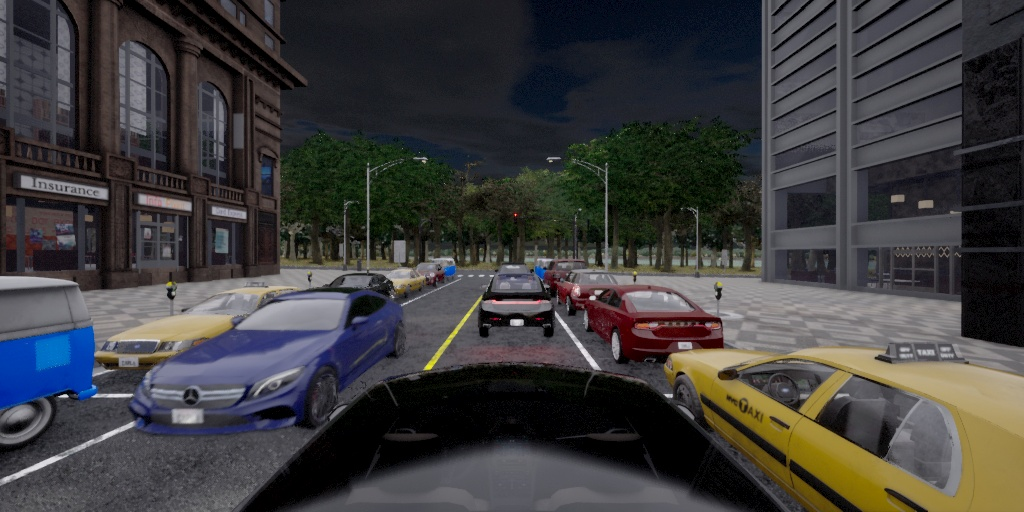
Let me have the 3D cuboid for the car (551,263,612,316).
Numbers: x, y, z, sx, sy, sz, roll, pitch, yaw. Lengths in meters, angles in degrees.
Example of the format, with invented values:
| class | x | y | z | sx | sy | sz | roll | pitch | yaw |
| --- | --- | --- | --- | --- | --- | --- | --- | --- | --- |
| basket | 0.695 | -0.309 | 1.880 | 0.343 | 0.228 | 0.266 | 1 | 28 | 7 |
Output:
| class | x | y | z | sx | sy | sz | roll | pitch | yaw |
| --- | --- | --- | --- | --- | --- | --- | --- | --- | --- |
| car | 2.776 | 1.190 | 13.393 | 1.967 | 1.591 | 4.097 | 0 | 0 | 0 |

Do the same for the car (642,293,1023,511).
| class | x | y | z | sx | sy | sz | roll | pitch | yaw |
| --- | --- | --- | --- | --- | --- | --- | --- | --- | --- |
| car | 2.763 | 1.275 | 2.688 | 1.751 | 1.417 | 4.829 | 0 | 0 | 0 |

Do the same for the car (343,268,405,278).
| class | x | y | z | sx | sy | sz | roll | pitch | yaw |
| --- | --- | --- | --- | --- | --- | --- | --- | --- | --- |
| car | -5.749 | 1.316 | 13.403 | 1.948 | 1.339 | 4.313 | 0 | 0 | 0 |

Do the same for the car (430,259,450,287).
| class | x | y | z | sx | sy | sz | roll | pitch | yaw |
| --- | --- | --- | --- | --- | --- | --- | --- | --- | --- |
| car | -5.736 | 1.192 | 24.278 | 1.967 | 1.591 | 4.097 | 0 | 0 | 0 |

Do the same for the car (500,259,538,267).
| class | x | y | z | sx | sy | sz | roll | pitch | yaw |
| --- | --- | --- | --- | --- | --- | --- | --- | --- | --- |
| car | 0.122 | 1.104 | 19.234 | 2.097 | 1.767 | 4.553 | 0 | 0 | 1 |

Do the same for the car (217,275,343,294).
| class | x | y | z | sx | sy | sz | roll | pitch | yaw |
| --- | --- | --- | --- | --- | --- | --- | --- | --- | --- |
| car | -5.756 | 1.275 | 7.796 | 1.751 | 1.417 | 4.829 | 0 | 0 | 0 |

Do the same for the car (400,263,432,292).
| class | x | y | z | sx | sy | sz | roll | pitch | yaw |
| --- | --- | --- | --- | --- | --- | --- | --- | --- | --- |
| car | -5.743 | 1.277 | 18.671 | 1.751 | 1.417 | 4.829 | 0 | 0 | 0 |

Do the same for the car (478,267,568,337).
| class | x | y | z | sx | sy | sz | roll | pitch | yaw |
| --- | --- | --- | --- | --- | --- | --- | --- | --- | --- |
| car | 0.111 | 1.242 | 10.269 | 2.128 | 1.511 | 4.902 | 0 | 0 | 0 |

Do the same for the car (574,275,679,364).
| class | x | y | z | sx | sy | sz | roll | pitch | yaw |
| --- | --- | --- | --- | --- | --- | --- | --- | --- | --- |
| car | 2.769 | 1.295 | 7.956 | 1.888 | 1.381 | 4.507 | 0 | 0 | 0 |

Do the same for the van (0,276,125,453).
| class | x | y | z | sx | sy | sz | roll | pitch | yaw |
| --- | --- | --- | --- | --- | --- | --- | --- | --- | --- |
| van | -5.762 | 1.091 | 2.529 | 1.690 | 1.789 | 3.998 | 0 | 0 | 0 |

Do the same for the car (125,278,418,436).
| class | x | y | z | sx | sy | sz | roll | pitch | yaw |
| --- | --- | --- | --- | --- | --- | --- | --- | --- | --- |
| car | -3.094 | 1.276 | 5.758 | 1.812 | 1.442 | 4.674 | 0 | 0 | 0 |

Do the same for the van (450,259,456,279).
| class | x | y | z | sx | sy | sz | roll | pitch | yaw |
| --- | --- | --- | --- | --- | --- | --- | --- | --- | --- |
| van | -5.729 | 1.095 | 29.716 | 1.690 | 1.789 | 3.998 | 0 | 0 | 0 |

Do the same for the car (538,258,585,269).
| class | x | y | z | sx | sy | sz | roll | pitch | yaw |
| --- | --- | --- | --- | --- | --- | --- | --- | --- | --- |
| car | 2.783 | 1.066 | 18.831 | 2.192 | 1.841 | 5.009 | 0 | 0 | 0 |
